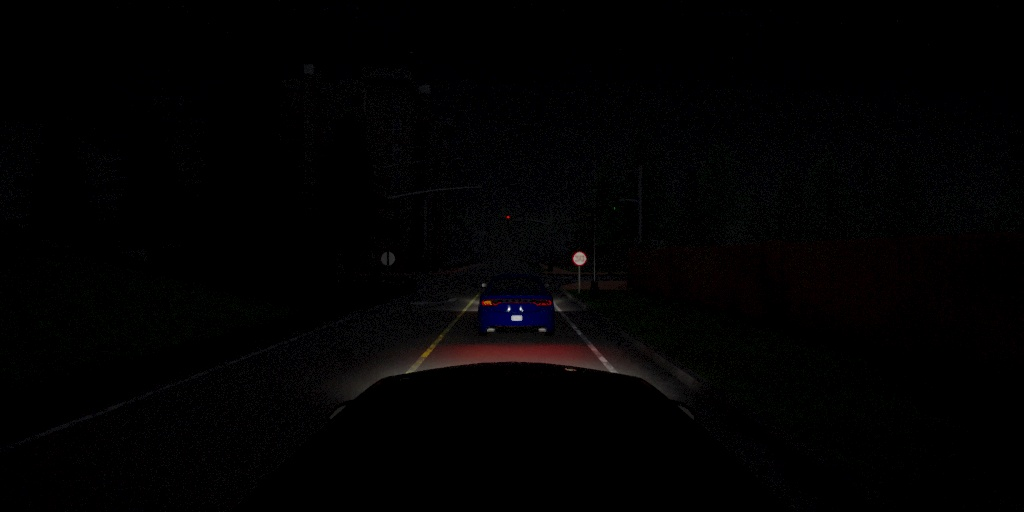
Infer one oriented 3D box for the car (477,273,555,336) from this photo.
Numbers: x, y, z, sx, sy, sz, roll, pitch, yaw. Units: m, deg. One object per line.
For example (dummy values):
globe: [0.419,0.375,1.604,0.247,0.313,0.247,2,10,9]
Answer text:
car: [0.100,1.228,10.438,1.882,1.535,5.008,0,0,0]
